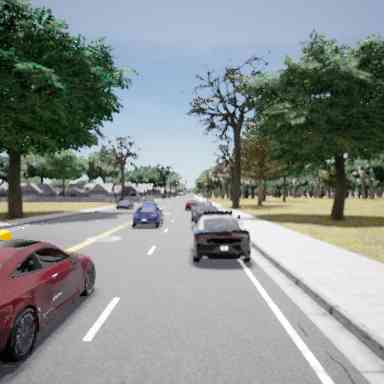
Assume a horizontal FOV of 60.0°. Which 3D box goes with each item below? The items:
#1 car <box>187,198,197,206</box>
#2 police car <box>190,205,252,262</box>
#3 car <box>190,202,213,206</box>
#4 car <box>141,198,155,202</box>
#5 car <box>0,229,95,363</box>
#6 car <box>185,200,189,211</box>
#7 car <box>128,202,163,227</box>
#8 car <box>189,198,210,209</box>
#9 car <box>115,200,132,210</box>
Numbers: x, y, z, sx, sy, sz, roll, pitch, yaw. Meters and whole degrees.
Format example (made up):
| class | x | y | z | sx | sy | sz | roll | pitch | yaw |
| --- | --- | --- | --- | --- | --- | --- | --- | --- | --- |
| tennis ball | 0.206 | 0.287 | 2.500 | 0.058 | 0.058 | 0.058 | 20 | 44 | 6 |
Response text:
| class | x | y | z | sx | sy | sz | roll | pitch | yaw |
| --- | --- | --- | --- | --- | --- | --- | --- | --- | --- |
| car | 0.034 | 1.991 | 66.128 | 1.882 | 1.535 | 5.008 | 0 | 0 | 0 |
| police car | 0.981 | 1.515 | 12.629 | 1.930 | 1.638 | 5.238 | 0 | 0 | 0 |
| car | 0.986 | 1.667 | 22.518 | 1.837 | 1.490 | 4.892 | 0 | 0 | 0 |
| car | -6.564 | 1.732 | 50.011 | 2.097 | 1.767 | 4.553 | 0 | 0 | 0 |
| car | -3.147 | 1.567 | 5.791 | 1.812 | 1.442 | 4.674 | 0 | 0 | 0 |
| car | 0.026 | 1.838 | 47.547 | 1.882 | 1.535 | 5.008 | 0 | 0 | 0 |
| car | -3.138 | 1.699 | 24.163 | 1.812 | 1.442 | 4.674 | 0 | 0 | 0 |
| car | 0.988 | 1.558 | 28.490 | 2.097 | 1.767 | 4.553 | 0 | 0 | 0 |
| car | -9.820 | 1.920 | 49.061 | 2.033 | 1.411 | 5.357 | 0 | 0 | 0 |
